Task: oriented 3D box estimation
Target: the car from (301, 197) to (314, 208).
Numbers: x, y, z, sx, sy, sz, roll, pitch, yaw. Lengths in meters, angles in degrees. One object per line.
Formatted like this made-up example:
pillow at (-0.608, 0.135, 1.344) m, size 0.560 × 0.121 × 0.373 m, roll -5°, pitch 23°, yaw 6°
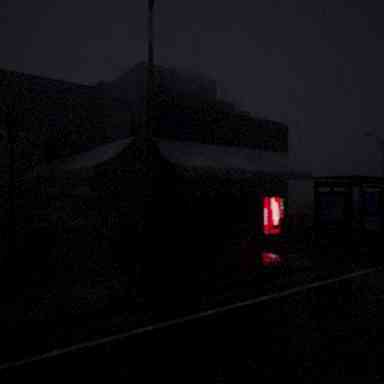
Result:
car at (18.058, 1.551, 48.067) m, size 5.027 × 1.636 × 2.152 m, roll 0°, pitch 0°, yaw -36°

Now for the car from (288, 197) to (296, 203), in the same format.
car at (21.530, 1.804, 74.331) m, size 3.633 × 1.501 × 1.845 m, roll 0°, pitch 0°, yaw -36°
